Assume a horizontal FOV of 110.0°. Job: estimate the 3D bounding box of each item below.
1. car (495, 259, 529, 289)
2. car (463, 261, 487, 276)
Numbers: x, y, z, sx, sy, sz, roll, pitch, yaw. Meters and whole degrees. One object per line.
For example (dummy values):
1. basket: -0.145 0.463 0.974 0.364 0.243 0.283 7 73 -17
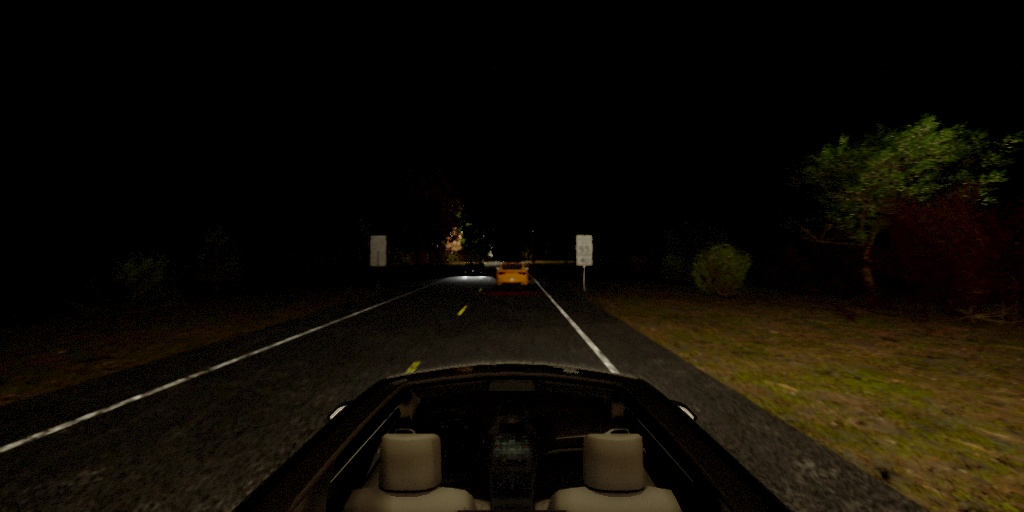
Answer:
1. car: 0.022 1.106 22.069 1.882 1.535 5.008 0 1 1
2. car: -3.519 1.144 34.453 1.994 1.385 4.181 0 0 0
